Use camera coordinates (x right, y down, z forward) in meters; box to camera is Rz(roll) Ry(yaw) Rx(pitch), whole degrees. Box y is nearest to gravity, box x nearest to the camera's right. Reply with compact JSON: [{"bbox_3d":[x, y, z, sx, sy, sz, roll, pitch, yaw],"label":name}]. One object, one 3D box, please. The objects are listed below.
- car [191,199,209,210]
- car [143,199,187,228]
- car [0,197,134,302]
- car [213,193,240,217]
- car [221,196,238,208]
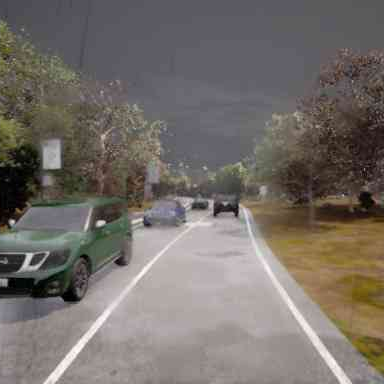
[{"bbox_3d":[0.998,1.462,40.097,1.895,1.301,4.718,0,0,7],"label":"car"},{"bbox_3d":[-1.679,1.286,21.811,2.097,1.767,4.553,0,0,8],"label":"car"},{"bbox_3d":[-3.140,1.200,8.651,2.150,2.045,5.566,0,1,6],"label":"car"},{"bbox_3d":[3.112,1.092,29.985,2.150,2.045,5.566,0,0,8],"label":"car"},{"bbox_3d":[4.953,1.300,44.204,2.128,1.511,4.902,0,0,6],"label":"car"}]
